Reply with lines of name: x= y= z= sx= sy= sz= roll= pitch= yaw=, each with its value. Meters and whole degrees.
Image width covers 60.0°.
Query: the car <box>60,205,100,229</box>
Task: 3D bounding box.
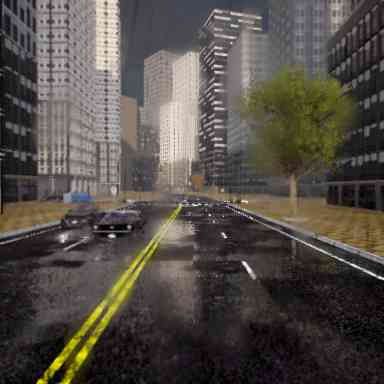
car: x=-6.606 y=1.491 z=20.718 sx=1.994 sy=1.385 sz=4.181 roll=0 pitch=0 yaw=0

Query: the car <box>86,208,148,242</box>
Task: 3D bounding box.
car: x=-3.355 y=1.545 z=16.171 sx=1.895 sy=1.301 sz=4.718 roll=0 pitch=0 yaw=0

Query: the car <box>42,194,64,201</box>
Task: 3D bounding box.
car: x=-28.206 y=1.093 z=67.798 sx=4.507 sy=1.381 sz=1.887 roll=0 pitch=0 yaw=1

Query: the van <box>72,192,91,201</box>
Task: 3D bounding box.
van: x=-22.667 y=0.915 z=67.751 sx=3.998 sy=1.788 sz=1.690 roll=0 pitch=0 yaw=1
